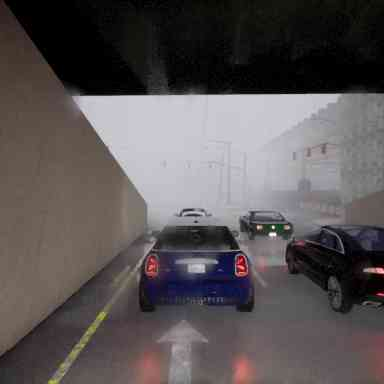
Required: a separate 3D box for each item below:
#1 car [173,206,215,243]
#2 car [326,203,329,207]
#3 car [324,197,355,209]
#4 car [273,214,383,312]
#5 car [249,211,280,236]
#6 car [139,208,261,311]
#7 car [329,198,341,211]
[{"bbox_3d":[0.069,1.526,16.972,1.812,1.442,4.674,0,0,0],"label":"car"},{"bbox_3d":[17.516,1.453,39.366,2.038,1.542,4.974,0,0,45],"label":"car"},{"bbox_3d":[17.552,1.295,39.403,1.853,1.218,4.536,0,0,45],"label":"car"},{"bbox_3d":[3.583,1.492,7.654,2.128,1.511,4.902,0,0,0],"label":"car"},{"bbox_3d":[3.591,1.601,16.980,1.895,1.301,4.718,0,0,0],"label":"car"},{"bbox_3d":[0.084,1.352,7.920,2.097,1.767,4.553,0,0,0],"label":"car"},{"bbox_3d":[17.414,1.453,34.759,2.038,1.542,4.974,0,0,-35],"label":"car"}]
